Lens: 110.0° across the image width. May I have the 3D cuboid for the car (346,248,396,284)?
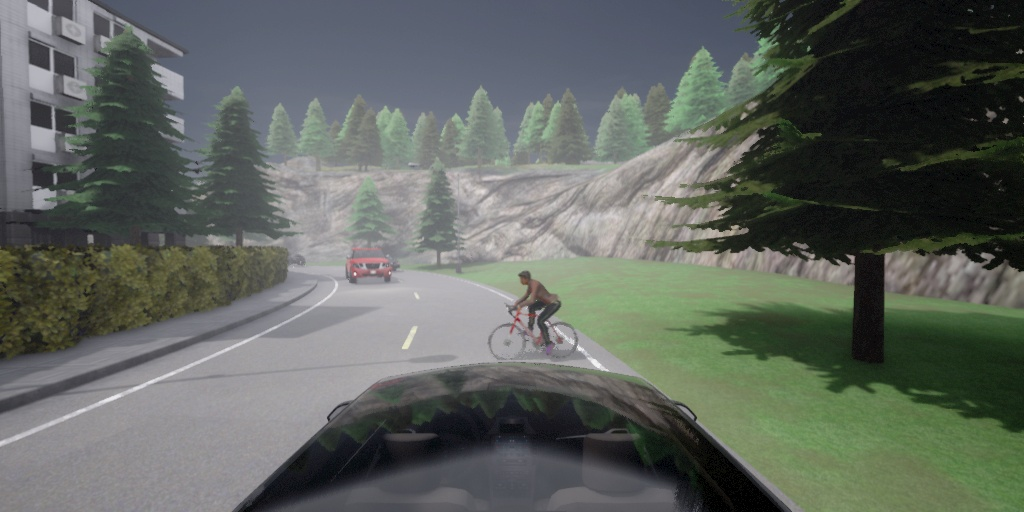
[{"bbox_3d":[-8.947,0.493,22.167,2.150,2.045,5.566,-1,1,-28],"label":"car"}]

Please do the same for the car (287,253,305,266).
[{"bbox_3d":[-25.242,0.392,39.694,4.892,1.490,1.837,0,1,18],"label":"car"}]

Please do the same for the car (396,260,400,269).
[{"bbox_3d":[-11.776,0.619,31.491,2.033,1.411,5.357,-1,2,-44],"label":"car"}]

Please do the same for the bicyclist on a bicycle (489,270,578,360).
[{"bbox_3d":[0.394,1.082,6.486,1.656,1.620,0.582,0,1,-6],"label":"bicyclist on a bicycle"}]
